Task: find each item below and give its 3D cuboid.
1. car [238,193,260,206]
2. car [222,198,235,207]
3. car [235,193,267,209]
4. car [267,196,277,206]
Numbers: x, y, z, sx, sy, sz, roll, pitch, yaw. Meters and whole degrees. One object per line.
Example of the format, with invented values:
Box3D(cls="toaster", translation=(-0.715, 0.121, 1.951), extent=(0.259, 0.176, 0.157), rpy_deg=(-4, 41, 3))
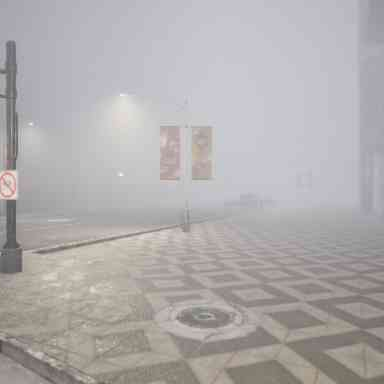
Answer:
Box3D(cls="car", translation=(9.811, 1.183, 56.612), extent=(2.150, 2.045, 5.566), rpy_deg=(0, 0, 26))
Box3D(cls="car", translation=(6.150, 1.571, 49.048), extent=(1.895, 1.301, 4.718), rpy_deg=(0, 0, 27))
Box3D(cls="car", translation=(8.202, 1.189, 45.830), extent=(2.150, 2.045, 5.566), rpy_deg=(0, 0, 26))
Box3D(cls="car", translation=(12.719, 1.449, 55.159), extent=(2.128, 1.511, 4.902), rpy_deg=(0, 0, 26))
